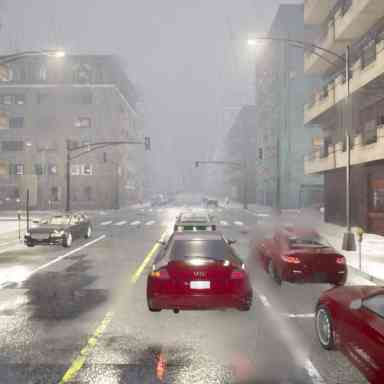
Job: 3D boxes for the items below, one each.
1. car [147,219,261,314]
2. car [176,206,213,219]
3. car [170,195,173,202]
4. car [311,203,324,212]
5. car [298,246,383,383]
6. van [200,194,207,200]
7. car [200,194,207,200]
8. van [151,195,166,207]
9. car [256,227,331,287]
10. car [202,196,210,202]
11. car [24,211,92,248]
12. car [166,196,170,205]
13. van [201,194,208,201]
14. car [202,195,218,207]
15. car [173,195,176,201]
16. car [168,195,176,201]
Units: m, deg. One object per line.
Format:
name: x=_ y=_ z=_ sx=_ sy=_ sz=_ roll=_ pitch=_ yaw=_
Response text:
car: x=0.117 y=1.566 z=7.726 sx=1.994 sy=1.385 sz=4.181 roll=0 pitch=0 yaw=-1
car: x=0.125 y=1.604 z=16.544 sx=1.895 sy=1.301 sz=4.718 roll=0 pitch=0 yaw=0
car: x=-5.350 y=1.448 z=64.129 sx=1.967 sy=1.590 sz=4.097 roll=1 pitch=0 yaw=0
car: x=15.599 y=1.518 z=36.878 sx=4.507 sy=1.381 sz=1.887 roll=0 pitch=-1 yaw=1
car: x=2.672 y=1.583 z=3.330 sx=1.802 sy=1.307 sz=4.206 roll=1 pitch=0 yaw=0
van: x=3.252 y=1.350 z=92.391 sx=1.690 sy=1.788 sz=3.998 roll=1 pitch=0 yaw=0
car: x=3.072 y=1.558 z=69.711 sx=2.008 sy=1.369 sz=4.403 roll=1 pitch=0 yaw=0
van: x=-5.512 y=1.349 z=52.796 sx=1.690 sy=1.788 sz=3.998 roll=1 pitch=0 yaw=0
car: x=2.680 y=1.584 z=9.001 sx=1.802 sy=1.307 sz=4.206 roll=1 pitch=0 yaw=0
car: x=3.116 y=1.590 z=75.381 sx=1.802 sy=1.307 sz=4.206 roll=1 pitch=0 yaw=0
car: x=-5.749 y=1.554 z=14.751 sx=2.008 sy=1.369 sz=4.403 roll=1 pitch=0 yaw=0
car: x=-5.396 y=1.574 z=58.459 sx=1.947 sy=1.339 sz=4.313 roll=1 pitch=0 yaw=0
van: x=3.208 y=1.349 z=86.721 sx=1.690 sy=1.788 sz=3.998 roll=1 pitch=0 yaw=0
car: x=3.035 y=1.558 z=51.123 sx=2.008 sy=1.369 sz=4.403 roll=1 pitch=0 yaw=0
car: x=-5.264 y=1.575 z=75.471 sx=1.947 sy=1.339 sz=4.313 roll=1 pitch=0 yaw=0
car: x=-5.175 y=1.554 z=86.811 sx=1.887 sy=1.381 sz=4.507 roll=1 pitch=0 yaw=0
